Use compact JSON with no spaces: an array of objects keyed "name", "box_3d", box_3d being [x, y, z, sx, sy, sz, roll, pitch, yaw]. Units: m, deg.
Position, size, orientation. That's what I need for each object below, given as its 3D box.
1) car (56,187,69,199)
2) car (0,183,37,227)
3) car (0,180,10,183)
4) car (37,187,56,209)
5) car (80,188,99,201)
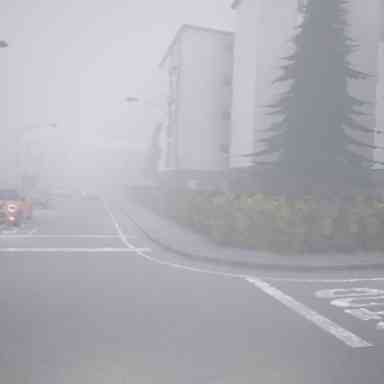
[{"name":"car","box_3d":[-16.633,0.044,41.883,1.812,1.442,4.674,2,1,-16]},{"name":"car","box_3d":[-9.030,0.600,15.852,2.097,1.767,4.553,2,1,-17]},{"name":"car","box_3d":[-42.175,-1.507,74.389,2.007,1.523,4.514,2,1,-17]},{"name":"car","box_3d":[-12.009,0.491,25.888,1.812,1.442,4.674,2,1,-16]},{"name":"car","box_3d":[-12.187,0.249,39.645,1.812,1.442,4.674,2,1,-16]}]
